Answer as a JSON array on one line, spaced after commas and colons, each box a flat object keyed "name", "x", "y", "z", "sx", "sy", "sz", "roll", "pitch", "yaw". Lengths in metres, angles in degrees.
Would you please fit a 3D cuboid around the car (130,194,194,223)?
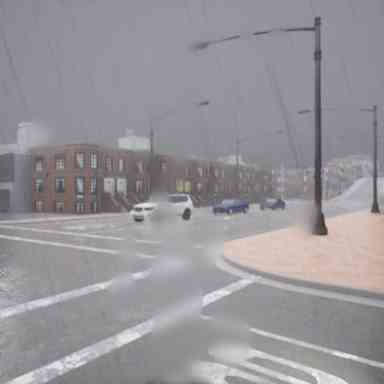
[{"name": "car", "x": -2.118, "y": 1.184, "z": 25.274, "sx": 2.150, "sy": 2.045, "sz": 5.566, "roll": 0, "pitch": 0, "yaw": 37}]

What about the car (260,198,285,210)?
[{"name": "car", "x": 10.134, "y": 1.488, "z": 41.504, "sx": 1.812, "sy": 1.442, "sz": 4.674, "roll": 0, "pitch": 0, "yaw": 37}]

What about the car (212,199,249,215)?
[{"name": "car", "x": 3.932, "y": 1.440, "z": 33.296, "sx": 1.882, "sy": 1.535, "sz": 5.008, "roll": 0, "pitch": 0, "yaw": 37}]
